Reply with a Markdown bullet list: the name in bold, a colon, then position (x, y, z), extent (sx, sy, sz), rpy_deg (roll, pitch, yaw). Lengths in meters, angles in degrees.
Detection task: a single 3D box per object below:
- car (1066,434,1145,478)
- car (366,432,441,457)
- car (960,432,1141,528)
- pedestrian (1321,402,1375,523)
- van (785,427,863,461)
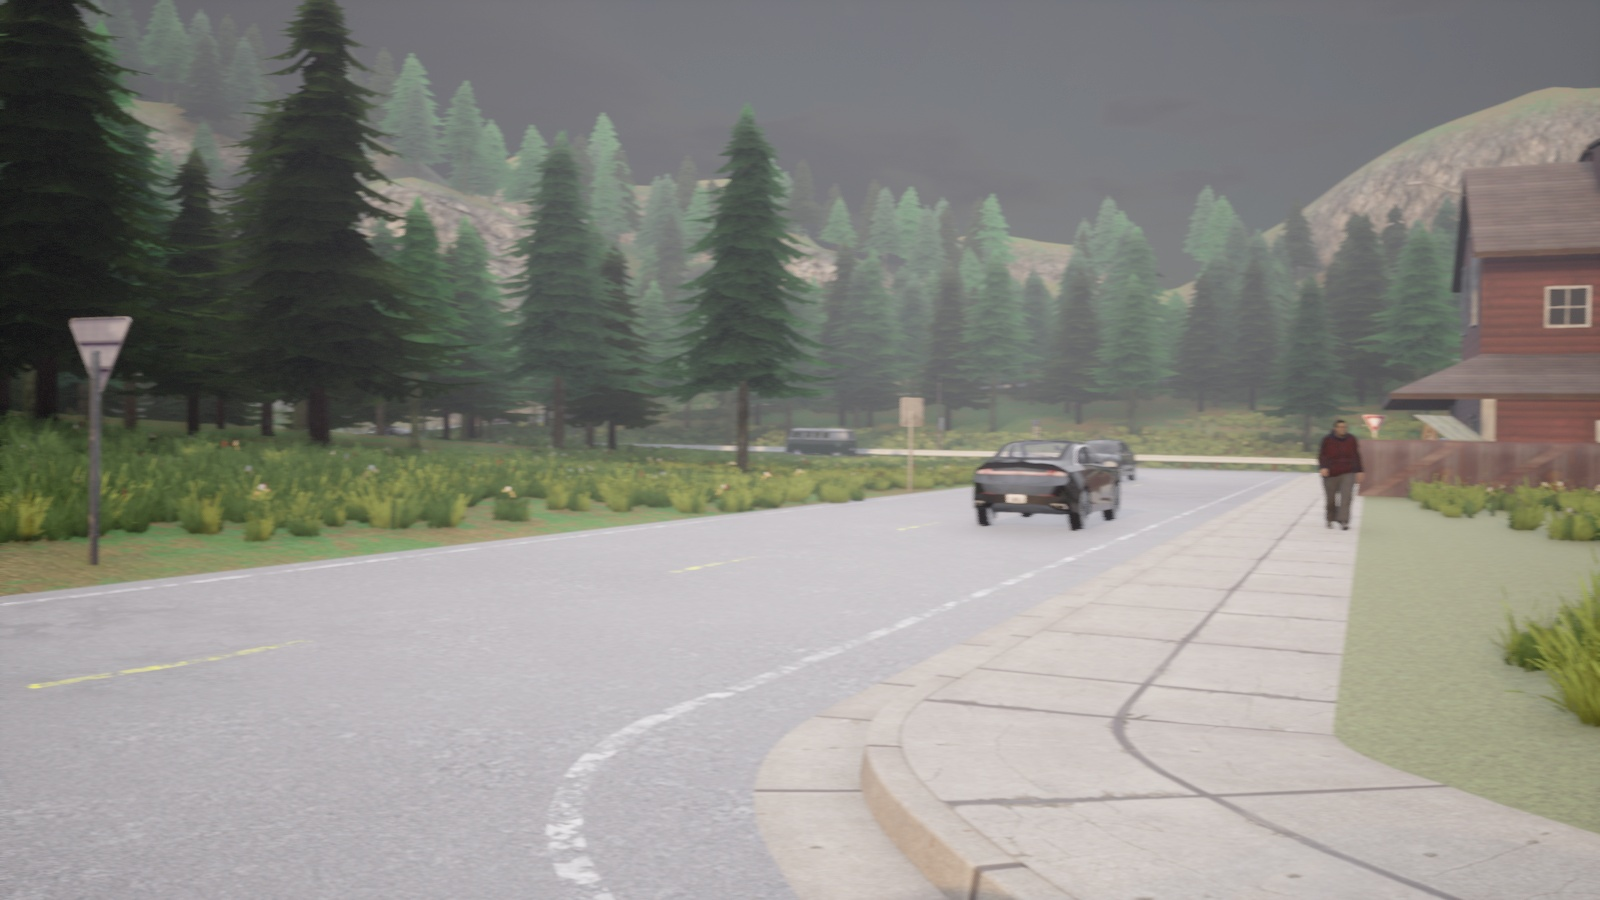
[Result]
- **car**: position (10.966, 0.165, 44.850), extent (1.837, 1.490, 4.892), rpy_deg (0, 1, 25)
- **car**: position (-27.138, -0.375, 85.976), extent (4.611, 1.667, 2.242), rpy_deg (0, 1, 25)
- **car**: position (4.653, 0.444, 22.641), extent (2.128, 1.511, 4.902), rpy_deg (0, 1, 25)
- **pedestrian**: position (8.569, 0.178, 19.666), extent (0.634, 1.844, 0.899), rpy_deg (0, 1, 15)
- **van**: position (1.482, -0.386, 76.775), extent (4.442, 1.987, 1.775), rpy_deg (0, 1, 25)
